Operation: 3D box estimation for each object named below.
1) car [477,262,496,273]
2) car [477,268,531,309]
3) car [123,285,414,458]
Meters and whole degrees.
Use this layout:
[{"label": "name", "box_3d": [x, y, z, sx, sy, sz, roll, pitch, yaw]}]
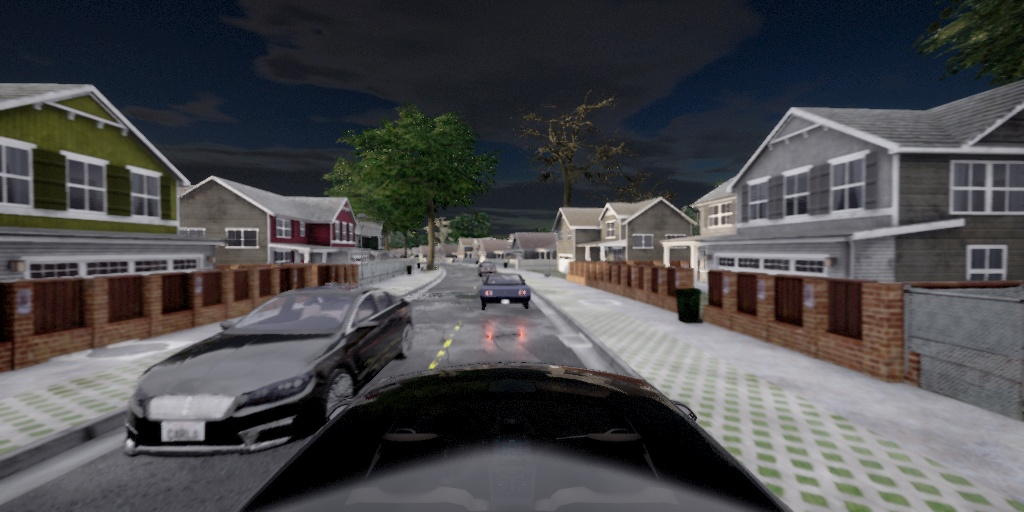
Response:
[{"label": "car", "box_3d": [-2.624, 1.332, 37.290, 2.033, 1.411, 5.357, 0, 0, -8]}, {"label": "car", "box_3d": [-0.351, 1.361, 15.113, 1.895, 1.301, 4.718, 0, 0, -3]}, {"label": "car", "box_3d": [-2.890, 1.250, 5.543, 2.128, 1.511, 4.902, 0, 0, -1]}]
